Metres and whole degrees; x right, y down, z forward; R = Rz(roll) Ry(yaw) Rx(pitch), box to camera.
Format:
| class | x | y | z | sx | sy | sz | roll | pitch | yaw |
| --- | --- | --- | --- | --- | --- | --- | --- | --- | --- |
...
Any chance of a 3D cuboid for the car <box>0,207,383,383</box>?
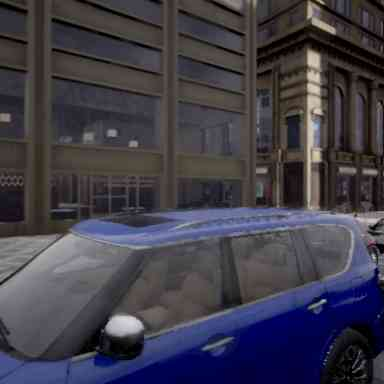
| class | x | y | z | sx | sy | sz | roll | pitch | yaw |
| --- | --- | --- | --- | --- | --- | --- | --- | --- | --- |
| car | -0.338 | 1.220 | 3.138 | 5.566 | 2.045 | 2.150 | 0 | 0 | -36 |

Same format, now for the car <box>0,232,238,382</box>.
| class | x | y | z | sx | sy | sz | roll | pitch | yaw |
| --- | --- | --- | --- | --- | --- | --- | --- | --- | --- |
| car | -1.395 | 1.581 | 5.651 | 4.206 | 1.307 | 1.802 | 0 | 0 | -36 |

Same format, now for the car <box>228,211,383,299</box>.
| class | x | y | z | sx | sy | sz | roll | pitch | yaw |
| --- | --- | --- | --- | --- | --- | --- | --- | --- | --- |
| car | 3.165 | 1.435 | 8.905 | 4.097 | 1.590 | 1.967 | 0 | 0 | -36 |
